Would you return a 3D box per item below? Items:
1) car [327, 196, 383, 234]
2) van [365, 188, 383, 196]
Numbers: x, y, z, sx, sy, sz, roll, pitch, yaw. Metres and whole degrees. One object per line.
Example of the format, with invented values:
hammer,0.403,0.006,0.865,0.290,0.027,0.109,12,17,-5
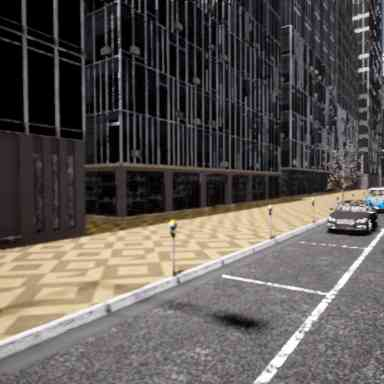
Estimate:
car,7.638,1.071,15.665,2.008,1.369,4.403,1,2,35
van,14.139,0.556,25.000,1.690,1.788,3.998,1,2,35
